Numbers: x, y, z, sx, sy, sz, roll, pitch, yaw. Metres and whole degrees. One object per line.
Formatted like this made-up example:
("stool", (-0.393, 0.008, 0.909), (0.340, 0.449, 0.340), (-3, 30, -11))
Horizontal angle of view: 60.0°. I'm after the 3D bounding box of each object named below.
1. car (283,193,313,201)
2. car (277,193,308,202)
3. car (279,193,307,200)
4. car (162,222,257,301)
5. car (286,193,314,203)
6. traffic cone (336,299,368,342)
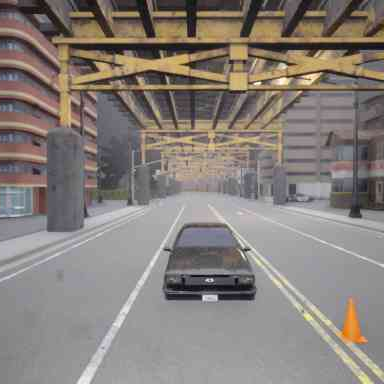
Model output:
("car", (17.517, 0.848, 54.853), (4.536, 1.218, 1.853), (0, 1, -20))
("car", (17.817, 0.958, 58.994), (4.974, 1.542, 2.038), (0, 1, 25))
("car", (17.864, 0.801, 58.971), (4.536, 1.218, 1.853), (0, 1, 25))
("car", (0.362, 1.533, 8.725), (2.033, 1.411, 5.357), (0, 0, 1))
("car", (17.469, 1.006, 54.837), (4.974, 1.542, 2.038), (0, 1, -20))
("traffic cone", (2.454, 1.949, 5.118), (0.340, 0.580, 0.340), (0, 0, 0))
